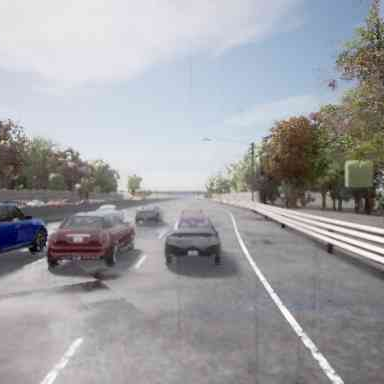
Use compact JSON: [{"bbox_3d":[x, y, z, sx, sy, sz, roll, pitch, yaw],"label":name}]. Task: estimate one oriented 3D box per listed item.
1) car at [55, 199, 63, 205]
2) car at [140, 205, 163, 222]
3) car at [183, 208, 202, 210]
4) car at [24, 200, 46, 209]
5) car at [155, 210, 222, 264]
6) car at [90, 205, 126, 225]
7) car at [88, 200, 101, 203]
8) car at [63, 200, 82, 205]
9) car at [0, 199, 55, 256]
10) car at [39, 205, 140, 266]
[{"bbox_3d":[-24.518,2.085,60.053,2.097,1.767,4.553,0,-1,1],"label":"car"},{"bbox_3d":[-3.453,1.813,27.354,2.128,1.511,4.902,0,-1,0],"label":"car"},{"bbox_3d":[0.041,1.915,26.755,1.895,1.301,4.718,0,-1,0],"label":"car"},{"bbox_3d":[-28.015,2.251,59.524,1.812,1.442,4.674,0,-1,1],"label":"car"},{"bbox_3d":[0.046,1.635,12.348,2.128,1.511,4.902,0,-1,0],"label":"car"},{"bbox_3d":[-6.948,1.855,28.065,1.812,1.442,4.674,0,0,0],"label":"car"},{"bbox_3d":[-17.526,2.212,60.211,1.882,1.535,5.008,0,-1,1],"label":"car"},{"bbox_3d":[-21.014,2.333,60.038,1.895,1.301,4.718,0,-1,0],"label":"car"},{"bbox_3d":[-6.963,1.353,11.224,2.150,2.045,5.566,0,0,1],"label":"car"},{"bbox_3d":[-3.454,1.494,12.266,2.097,1.767,4.553,0,-1,0],"label":"car"}]
